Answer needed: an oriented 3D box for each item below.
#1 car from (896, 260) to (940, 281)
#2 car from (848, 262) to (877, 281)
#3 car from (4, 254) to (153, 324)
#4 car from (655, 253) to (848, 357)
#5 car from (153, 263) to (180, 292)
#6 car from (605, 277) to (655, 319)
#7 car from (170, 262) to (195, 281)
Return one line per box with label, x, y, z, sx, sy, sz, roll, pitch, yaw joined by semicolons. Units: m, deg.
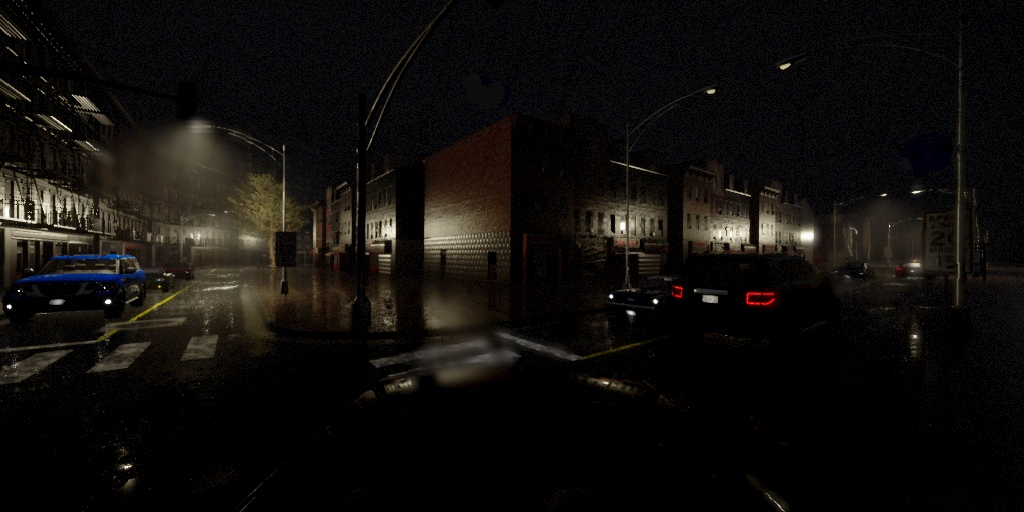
car;33.412;1.249;29.618;4.181;1.385;1.994;0;0;-37
car;27.784;1.224;28.927;5.357;1.411;2.033;0;0;-37
car;-14.580;0.963;12.404;2.150;2.045;5.566;0;0;-37
car;6.097;0.950;8.805;5.566;2.045;2.150;0;0;-37
car;-20.540;1.312;20.247;1.994;1.385;4.181;0;0;-37
car;5.148;1.316;11.672;4.718;1.301;1.895;0;0;-38
car;-27.667;1.238;29.633;1.882;1.535;5.008;0;0;-37
